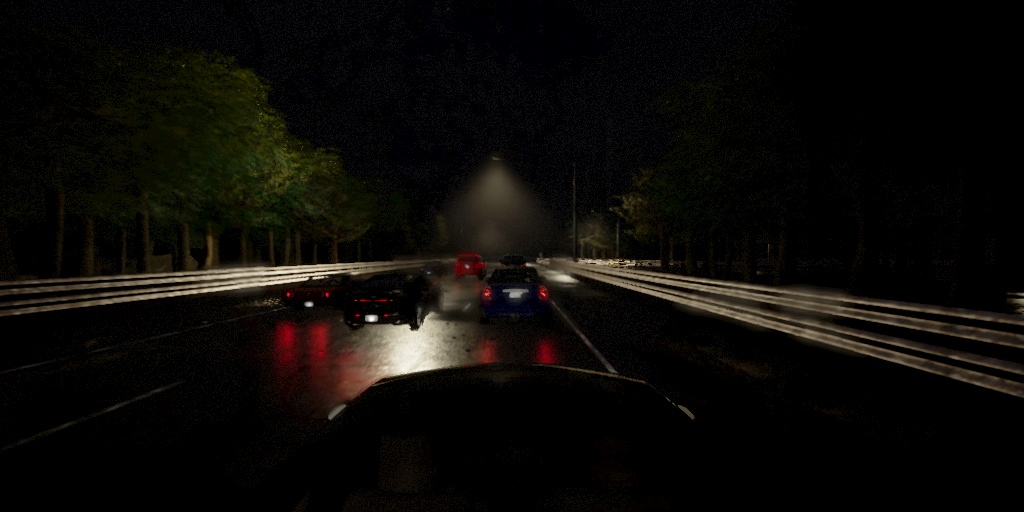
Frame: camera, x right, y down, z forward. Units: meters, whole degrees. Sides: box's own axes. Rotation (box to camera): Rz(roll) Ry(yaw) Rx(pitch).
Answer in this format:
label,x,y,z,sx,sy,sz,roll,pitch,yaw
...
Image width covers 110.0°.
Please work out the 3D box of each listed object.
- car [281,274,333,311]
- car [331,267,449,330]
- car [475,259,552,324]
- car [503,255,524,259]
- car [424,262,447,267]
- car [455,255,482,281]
label,x,y,z,sx,sy,sz,roll,pitch,yaw
car,-6.898,1.350,14.413,1.895,1.301,4.718,0,0,0
car,-3.399,1.257,11.099,1.837,1.490,4.892,0,0,0
car,0.100,1.103,12.065,2.097,1.767,4.553,0,0,0
car,0.099,0.938,30.252,2.150,2.045,5.566,0,0,0
car,-6.913,1.237,32.116,1.812,1.442,4.674,0,0,0
car,-3.401,0.938,30.249,2.150,2.045,5.566,0,0,0
